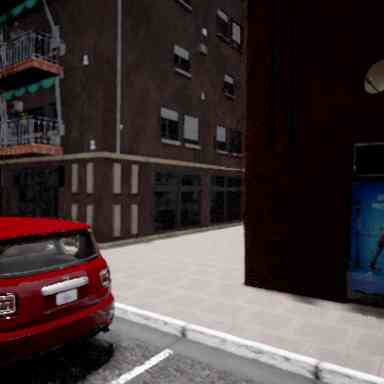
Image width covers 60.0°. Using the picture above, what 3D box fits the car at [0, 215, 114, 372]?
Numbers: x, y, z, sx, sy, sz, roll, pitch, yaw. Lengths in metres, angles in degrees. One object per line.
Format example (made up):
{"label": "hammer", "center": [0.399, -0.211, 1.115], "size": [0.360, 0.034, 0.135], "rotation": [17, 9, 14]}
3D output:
{"label": "car", "center": [-3.408, 1.308, 5.284], "size": [5.009, 1.841, 2.192], "rotation": [0, 1, 35]}
